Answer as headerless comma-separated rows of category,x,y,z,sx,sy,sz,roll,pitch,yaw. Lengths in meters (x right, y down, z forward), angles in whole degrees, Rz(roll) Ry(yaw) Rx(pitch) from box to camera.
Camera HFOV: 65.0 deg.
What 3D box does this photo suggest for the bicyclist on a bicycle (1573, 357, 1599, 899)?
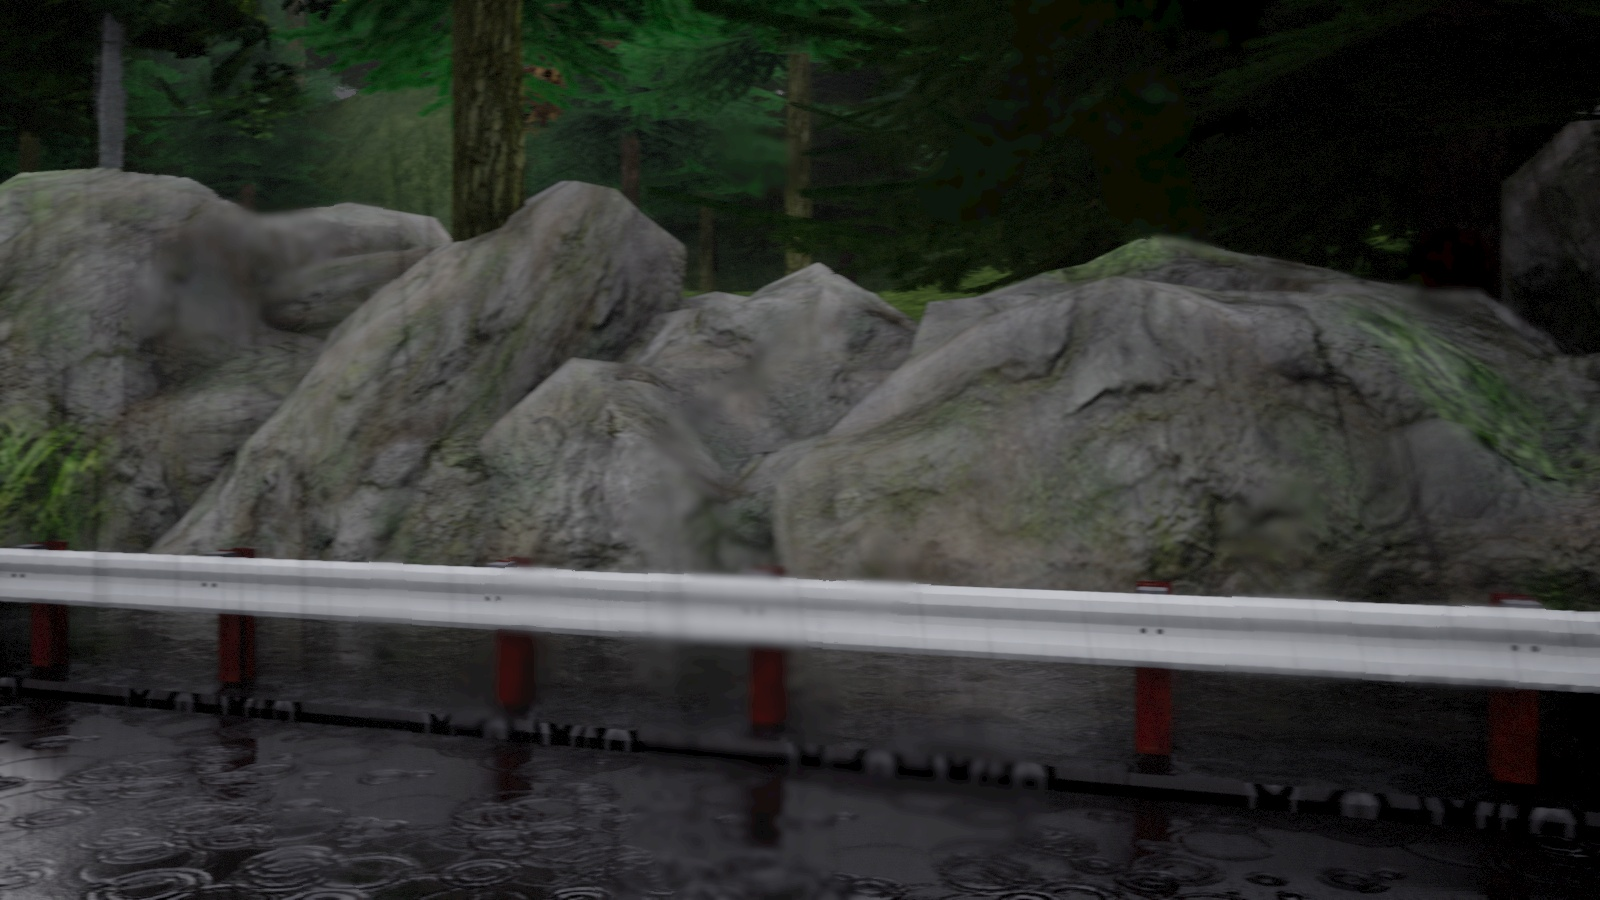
bicyclist on a bicycle,2.853,0.667,2.758,1.843,1.776,0.659,1,1,19
